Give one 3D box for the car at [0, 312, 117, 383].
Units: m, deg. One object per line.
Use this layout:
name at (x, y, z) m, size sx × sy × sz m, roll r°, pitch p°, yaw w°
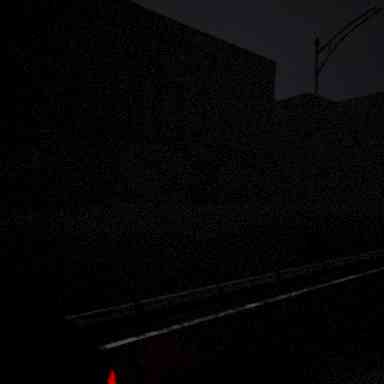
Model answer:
car at (-2.544, 1.564, 1.948) m, size 4.181 × 1.385 × 1.994 m, roll 0°, pitch 0°, yaw -36°
